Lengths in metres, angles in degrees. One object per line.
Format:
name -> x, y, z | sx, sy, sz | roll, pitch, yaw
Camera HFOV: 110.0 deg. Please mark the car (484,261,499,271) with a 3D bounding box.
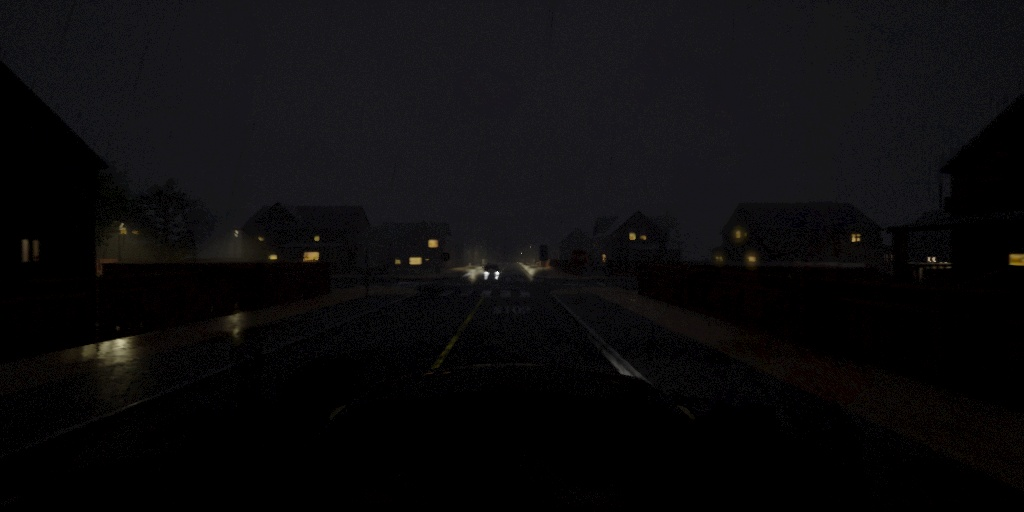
car -> -2.746, 1.400, 49.500 | 1.895, 1.301, 4.718 | 0, 0, 0
